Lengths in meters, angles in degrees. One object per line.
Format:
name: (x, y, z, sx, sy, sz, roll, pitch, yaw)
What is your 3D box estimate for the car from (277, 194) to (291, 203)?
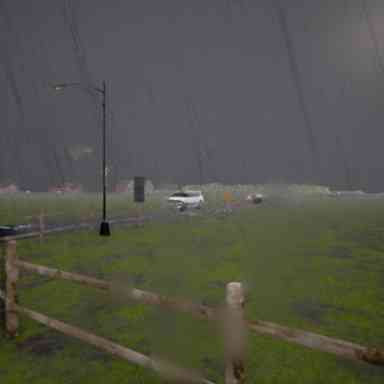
car: (15.240, 1.102, 56.163, 1.812, 1.442, 4.674, 0, 0, 31)

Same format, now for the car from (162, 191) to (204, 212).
car: (-0.835, 0.913, 34.802, 2.150, 2.045, 5.566, 0, 0, 31)

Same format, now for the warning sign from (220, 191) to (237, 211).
warning sign: (3.447, 0.827, 31.645, 1.300, 1.860, 1.060, 0, 0, 31)

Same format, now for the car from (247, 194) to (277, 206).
car: (10.016, 1.098, 47.330, 1.882, 1.535, 5.008, 0, 0, 31)

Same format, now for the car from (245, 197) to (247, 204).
car: (9.994, 1.069, 52.755, 1.882, 1.535, 5.008, 0, 0, 31)
